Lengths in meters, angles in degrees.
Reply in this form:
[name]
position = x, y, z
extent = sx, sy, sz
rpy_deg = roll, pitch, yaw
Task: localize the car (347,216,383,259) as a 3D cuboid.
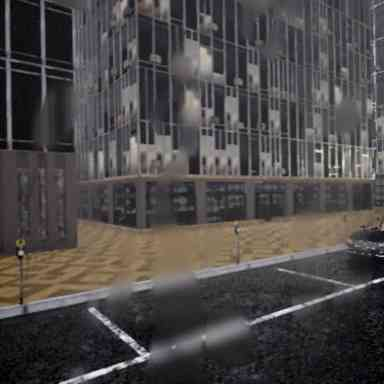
[car]
position = 7.080, 1.484, 11.468
extent = 4.403, 1.369, 2.008
rpy_deg = -1, 0, -35
